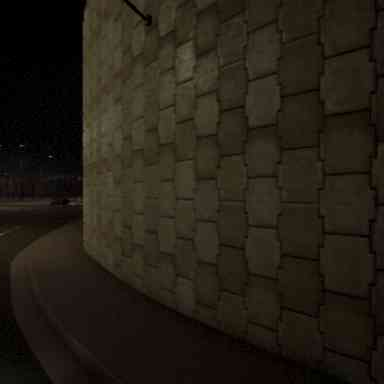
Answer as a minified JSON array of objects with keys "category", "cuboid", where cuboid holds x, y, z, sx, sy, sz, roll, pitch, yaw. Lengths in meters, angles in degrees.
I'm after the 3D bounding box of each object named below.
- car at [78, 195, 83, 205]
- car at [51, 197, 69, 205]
[{"category":"car","cuboid":[-18.221,1.219,57.157,2.097,1.767,4.553,0,0,-9]},{"category":"car","cuboid":[-21.249,1.476,53.812,1.895,1.301,4.718,0,0,-9]}]
